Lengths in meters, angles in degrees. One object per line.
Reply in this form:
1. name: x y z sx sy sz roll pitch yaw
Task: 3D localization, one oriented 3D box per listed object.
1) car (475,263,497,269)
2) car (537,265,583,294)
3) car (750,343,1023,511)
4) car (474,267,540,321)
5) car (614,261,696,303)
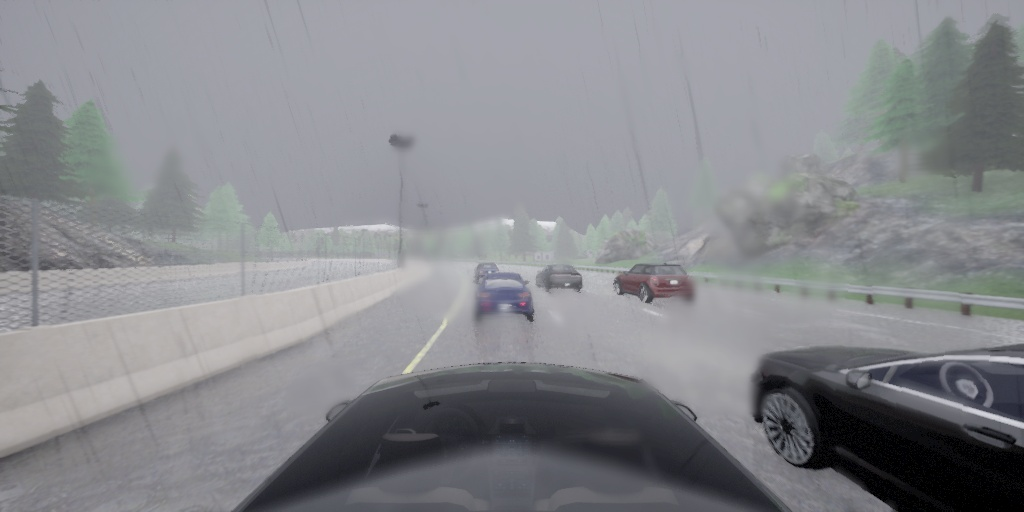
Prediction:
1. car: -2.091 1.302 30.346 2.033 1.411 5.357 0 0 -8
2. car: 2.598 1.236 20.371 2.128 1.511 4.902 0 0 -5
3. car: 3.521 1.234 1.953 2.128 1.511 4.902 0 0 0
4. car: -0.314 1.276 12.344 1.812 1.442 4.674 0 0 -3
5. car: 6.417 1.089 16.642 2.097 1.767 4.553 0 0 -4
